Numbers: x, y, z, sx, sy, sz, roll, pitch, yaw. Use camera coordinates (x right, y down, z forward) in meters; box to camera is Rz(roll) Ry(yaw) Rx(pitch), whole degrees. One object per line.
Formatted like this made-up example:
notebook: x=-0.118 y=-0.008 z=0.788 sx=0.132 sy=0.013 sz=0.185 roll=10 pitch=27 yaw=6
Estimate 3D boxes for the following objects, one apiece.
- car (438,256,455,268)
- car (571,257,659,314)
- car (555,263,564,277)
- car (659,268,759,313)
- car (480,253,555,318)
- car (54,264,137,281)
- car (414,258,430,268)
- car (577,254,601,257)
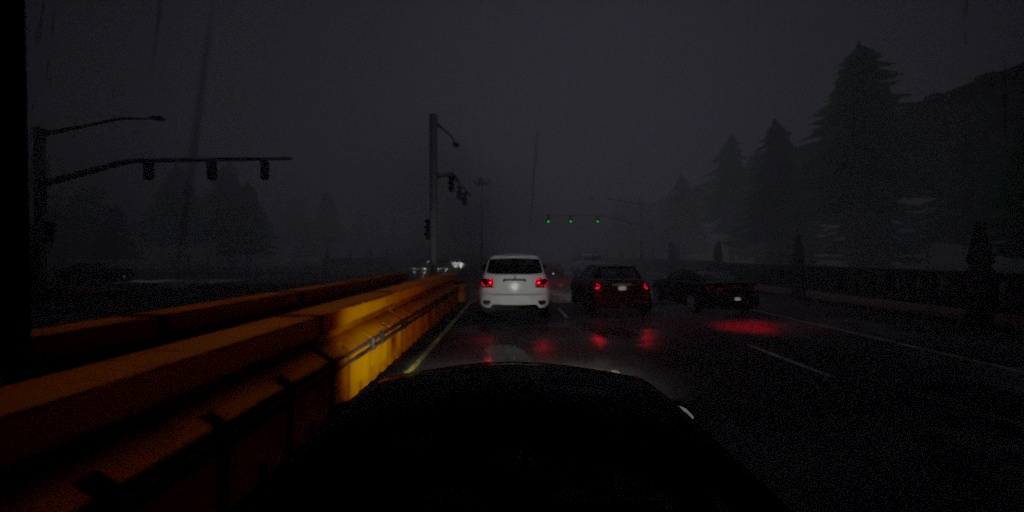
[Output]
car: x=-10.578 y=1.098 z=55.863 sx=1.994 sy=1.385 sz=4.181 roll=0 pitch=1 yaw=0
car: x=3.583 y=1.059 z=13.741 sx=2.097 sy=1.767 sz=4.553 roll=0 pitch=0 yaw=0
car: x=3.586 y=1.238 z=33.334 sx=1.895 sy=1.301 sz=4.718 roll=0 pitch=0 yaw=0
car: x=7.084 y=1.185 z=13.715 sx=1.882 sy=1.535 sz=5.008 roll=0 pitch=0 yaw=0
car: x=0.082 y=0.931 z=12.941 sx=2.150 sy=2.045 sz=5.566 roll=0 pitch=0 yaw=0
car: x=-32.076 y=1.257 z=27.717 sx=4.718 sy=1.301 sz=1.895 roll=0 pitch=0 yaw=2
car: x=-14.074 y=1.028 z=56.493 sx=1.837 sy=1.490 sz=4.892 roll=0 pitch=1 yaw=0
car: x=7.086 y=0.856 z=33.943 sx=2.150 sy=2.045 sz=5.566 roll=0 pitch=0 yaw=0
